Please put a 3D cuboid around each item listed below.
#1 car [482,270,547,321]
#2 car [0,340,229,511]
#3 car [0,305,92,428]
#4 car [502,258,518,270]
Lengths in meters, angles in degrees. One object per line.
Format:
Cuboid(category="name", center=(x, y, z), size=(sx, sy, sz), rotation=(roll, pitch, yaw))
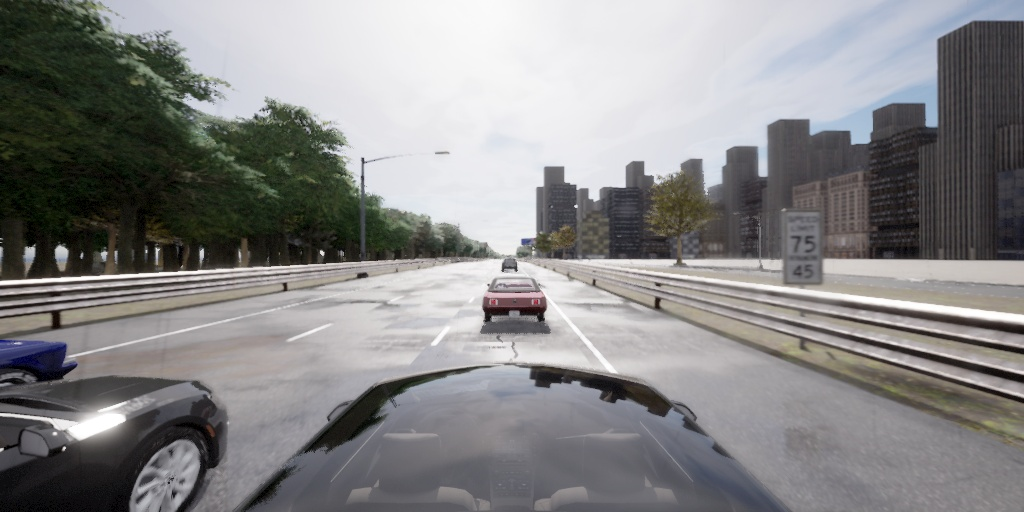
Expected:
Cuboid(category="car", center=(0.063, 1.337, 12.417), size=(1.895, 1.301, 4.718), rotation=(0, 0, 0))
Cuboid(category="car", center=(-3.406, 1.256, 1.146), size=(1.837, 1.490, 4.892), rotation=(0, 0, 0))
Cuboid(category="car", center=(-6.905, 1.353, 2.731), size=(1.895, 1.301, 4.718), rotation=(0, 0, 0))
Cuboid(category="car", center=(-0.295, 1.001, 44.467), size=(2.033, 1.649, 4.856), rotation=(0, 0, -1))
